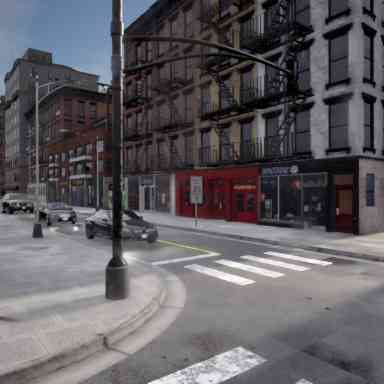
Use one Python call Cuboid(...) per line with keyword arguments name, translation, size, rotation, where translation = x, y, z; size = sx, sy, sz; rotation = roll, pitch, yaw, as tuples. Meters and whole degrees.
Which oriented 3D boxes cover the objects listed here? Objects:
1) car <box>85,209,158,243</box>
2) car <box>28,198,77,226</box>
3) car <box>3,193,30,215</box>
Cuboid(name="car", translation=(-3.383, 1.508, 15.235), size=(1.812, 1.442, 4.674), rotation=(0, 0, -39))
Cuboid(name="car", translation=(-9.645, 1.456, 23.357), size=(2.128, 1.511, 4.902), rotation=(0, 0, -37))
Cuboid(name="car", translation=(-17.642, 1.163, 33.782), size=(2.150, 2.045, 5.566), rotation=(0, 0, -37))
